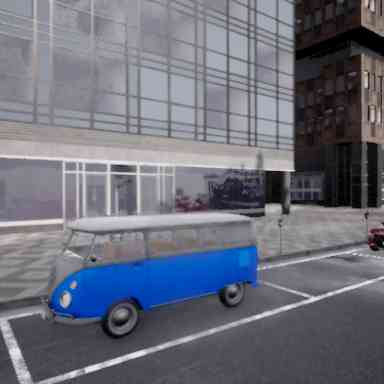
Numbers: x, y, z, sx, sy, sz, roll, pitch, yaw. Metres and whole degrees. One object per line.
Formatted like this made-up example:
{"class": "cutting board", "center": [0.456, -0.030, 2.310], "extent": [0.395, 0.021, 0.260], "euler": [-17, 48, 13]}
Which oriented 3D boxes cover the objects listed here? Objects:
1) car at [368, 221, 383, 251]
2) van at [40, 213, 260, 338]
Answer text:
{"class": "car", "center": [8.466, 1.501, 12.661], "extent": [4.507, 1.381, 1.887], "euler": [0, 0, -35]}
{"class": "van", "center": [-0.546, 1.320, 6.263], "extent": [3.998, 1.788, 1.690], "euler": [0, 0, -35]}
